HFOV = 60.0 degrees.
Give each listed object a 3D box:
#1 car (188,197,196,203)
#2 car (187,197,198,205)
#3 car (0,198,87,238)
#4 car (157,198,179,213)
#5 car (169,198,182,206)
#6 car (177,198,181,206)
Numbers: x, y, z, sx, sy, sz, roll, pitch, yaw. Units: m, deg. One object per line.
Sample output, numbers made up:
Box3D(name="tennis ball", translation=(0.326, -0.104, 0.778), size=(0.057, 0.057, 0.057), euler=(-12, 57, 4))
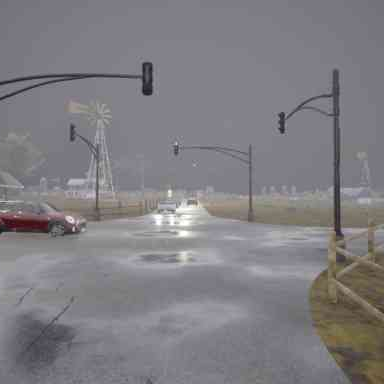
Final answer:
Box3D(name="car", translation=(-0.054, 1.843, 76.952), size=(1.812, 1.442, 4.674), euler=(0, 0, 0))
Box3D(name="car", translation=(0.052, 1.739, 61.731), size=(1.812, 1.442, 4.674), euler=(0, 0, 0))
Box3D(name="car", translation=(-7.734, 1.262, 16.811), size=(4.553, 1.767, 2.097), euler=(2, 0, 0))
Box3D(name="car", translation=(-2.872, 1.691, 38.243), size=(1.895, 1.301, 4.718), euler=(0, 0, 0))
Box3D(name="car", translation=(-2.854, 1.746, 59.191), size=(2.033, 1.411, 5.357), euler=(0, 0, 0))
Box3D(name="car", translation=(-2.868, 1.644, 48.626), size=(1.837, 1.490, 4.892), euler=(0, 0, 0))
